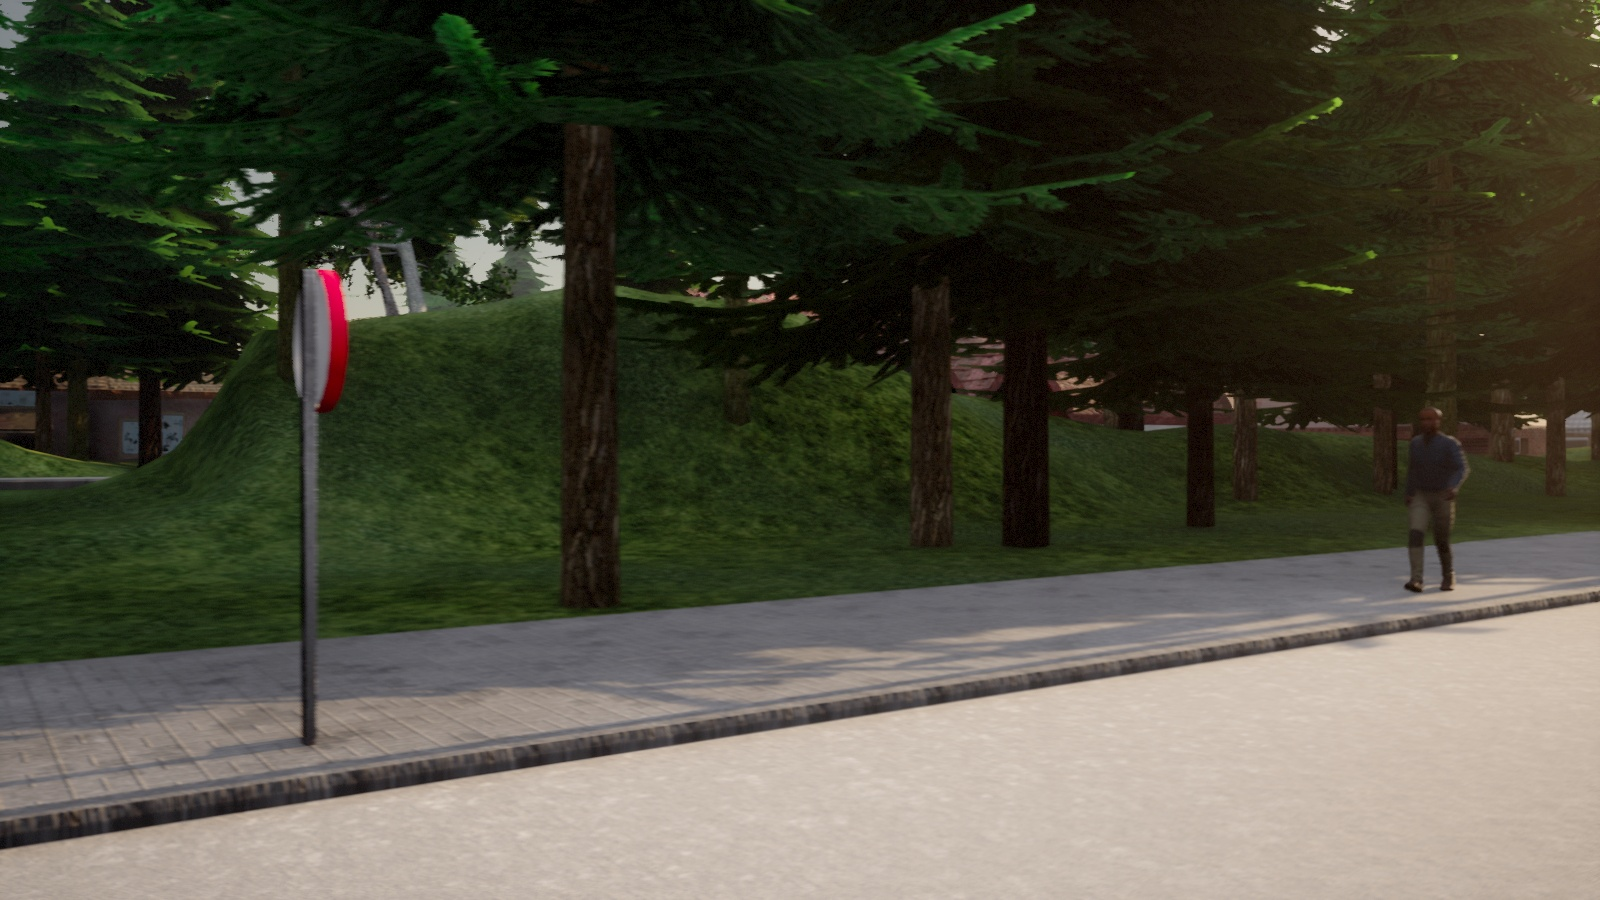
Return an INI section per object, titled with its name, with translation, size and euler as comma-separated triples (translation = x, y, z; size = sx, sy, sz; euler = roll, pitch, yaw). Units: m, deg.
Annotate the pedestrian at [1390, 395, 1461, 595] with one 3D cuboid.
[pedestrian]
translation = 5.931, 0.414, 11.898
size = 0.726, 1.835, 0.370
euler = 0, 0, -44
